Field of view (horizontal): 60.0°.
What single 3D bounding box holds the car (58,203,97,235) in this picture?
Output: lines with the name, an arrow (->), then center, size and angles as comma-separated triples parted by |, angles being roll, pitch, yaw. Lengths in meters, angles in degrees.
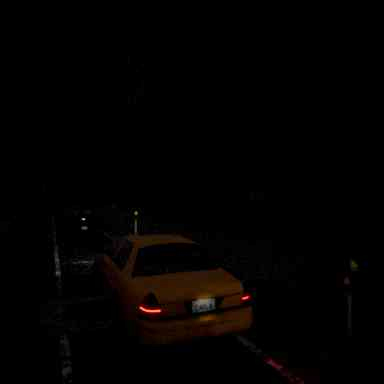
car -> -6.219, 1.564, 18.596 | 2.008, 1.369, 4.403 | 0, 0, -23

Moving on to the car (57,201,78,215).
car -> -8.379, 1.568, 23.680 | 2.008, 1.369, 4.403 | 0, 0, -23

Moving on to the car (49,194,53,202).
car -> -32.285, 1.524, 79.215 | 1.967, 1.590, 4.097 | 0, 0, -24

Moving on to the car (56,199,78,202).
car -> -10.539, 1.587, 28.763 | 1.947, 1.339, 4.313 | 0, 0, -23

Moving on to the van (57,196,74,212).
van -> -14.859, 1.369, 38.932 | 1.690, 1.788, 3.998 | 0, 0, -23

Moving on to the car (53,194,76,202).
car -> -12.699, 1.339, 33.848 | 2.192, 1.841, 5.009 | 0, 0, -23

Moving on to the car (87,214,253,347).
car -> -0.849, 1.461, 6.701 | 1.801, 1.575, 5.366 | 0, 0, -23
